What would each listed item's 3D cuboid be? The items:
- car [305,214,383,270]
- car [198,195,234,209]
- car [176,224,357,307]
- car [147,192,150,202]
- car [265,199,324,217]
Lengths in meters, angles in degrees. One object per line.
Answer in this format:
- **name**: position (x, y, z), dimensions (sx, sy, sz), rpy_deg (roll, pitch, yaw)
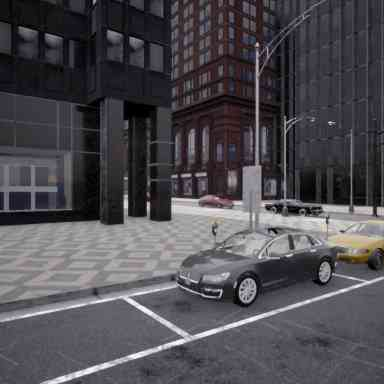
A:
- **car**: position (6.029, 1.526, 10.983), dimensions (4.829, 1.417, 1.752), rpy_deg (0, 0, -36)
- **car**: position (2.520, 1.032, 35.691), dimensions (1.812, 1.442, 4.674), rpy_deg (0, 1, -36)
- **car**: position (1.688, 1.551, 7.869), dimensions (4.403, 1.369, 2.008), rpy_deg (0, 0, -36)
- **car**: position (-5.137, 0.752, 46.273), dimensions (1.882, 1.535, 5.008), rpy_deg (0, 1, -36)
- **car**: position (8.412, 1.293, 27.571), dimensions (1.895, 1.301, 4.718), rpy_deg (0, 1, -36)
